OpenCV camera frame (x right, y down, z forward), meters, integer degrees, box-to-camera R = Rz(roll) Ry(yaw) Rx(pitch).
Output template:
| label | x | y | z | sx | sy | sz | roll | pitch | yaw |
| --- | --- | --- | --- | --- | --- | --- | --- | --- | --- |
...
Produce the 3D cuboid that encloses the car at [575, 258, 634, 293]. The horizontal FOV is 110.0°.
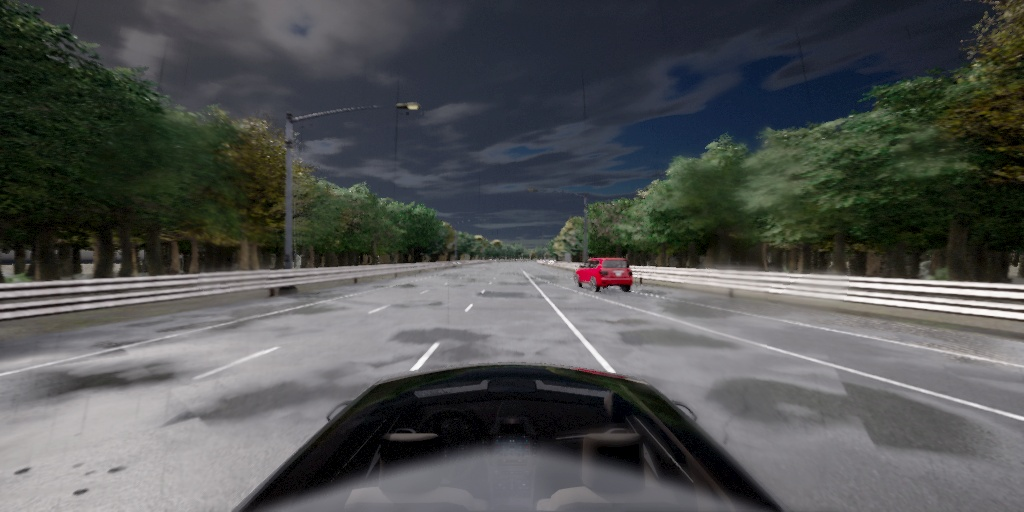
| label | x | y | z | sx | sy | sz | roll | pitch | yaw |
| --- | --- | --- | --- | --- | --- | --- | --- | --- | --- |
| car | 5.678 | 1.146 | 22.735 | 2.150 | 2.045 | 5.566 | 0 | 0 | -6 |
